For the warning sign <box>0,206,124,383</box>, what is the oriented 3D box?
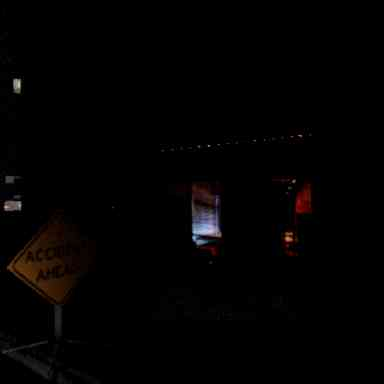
[{"bbox_3d":[-1.759,1.146,4.369,1.060,1.860,1.300,-1,0,36],"label":"warning sign"}]
